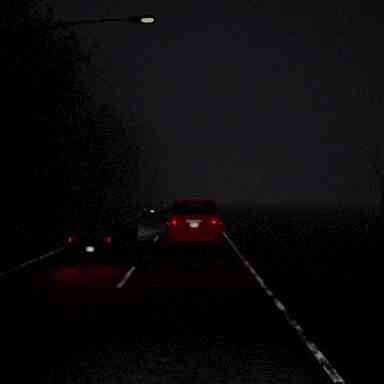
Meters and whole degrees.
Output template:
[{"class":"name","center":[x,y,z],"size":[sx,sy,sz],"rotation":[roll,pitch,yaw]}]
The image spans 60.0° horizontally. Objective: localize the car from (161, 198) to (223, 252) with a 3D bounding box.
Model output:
[{"class":"car","center":[0.090,1.256,14.262],"size":[2.150,2.045,5.566],"rotation":[0,0,0]}]

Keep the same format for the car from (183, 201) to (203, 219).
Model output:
[{"class":"car","center":[0.090,1.603,31.149],"size":[1.812,1.442,4.674],"rotation":[0,0,0]}]

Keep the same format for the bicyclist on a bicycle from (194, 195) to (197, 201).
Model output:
[{"class":"bicyclist on a bicycle","center":[0.967,1.686,92.747],"size":[0.582,1.620,1.656],"rotation":[0,0,0]}]

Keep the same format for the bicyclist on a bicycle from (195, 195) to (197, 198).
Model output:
[{"class":"bicyclist on a bicycle","center":[0.966,1.580,83.743],"size":[0.659,1.776,1.843],"rotation":[0,0,0]}]

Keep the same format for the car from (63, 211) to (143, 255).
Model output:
[{"class":"car","center":[-3.419,1.634,13.418],"size":[1.895,1.301,4.718],"rotation":[0,0,0]}]

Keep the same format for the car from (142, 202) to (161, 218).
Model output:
[{"class":"car","center":[-3.411,1.640,30.710],"size":[1.994,1.385,4.181],"rotation":[0,0,0]}]
